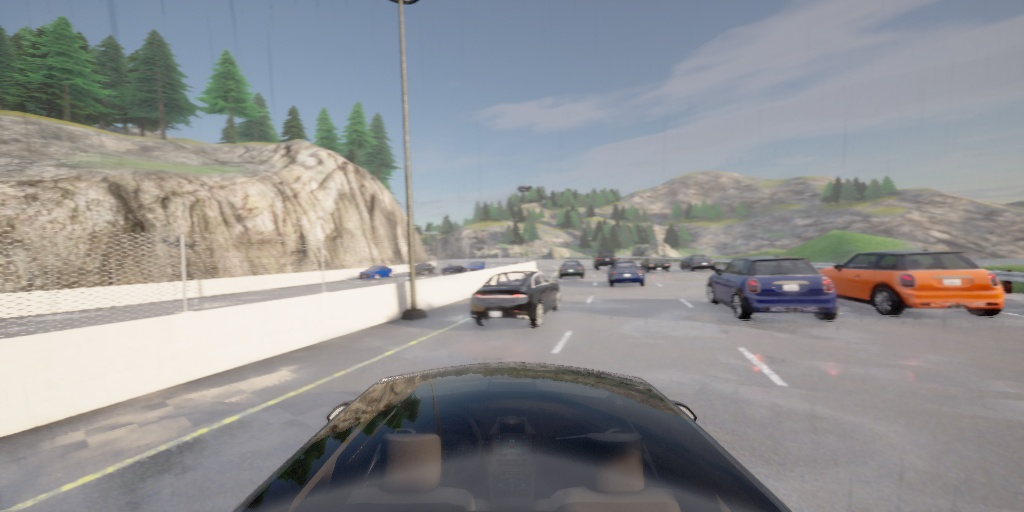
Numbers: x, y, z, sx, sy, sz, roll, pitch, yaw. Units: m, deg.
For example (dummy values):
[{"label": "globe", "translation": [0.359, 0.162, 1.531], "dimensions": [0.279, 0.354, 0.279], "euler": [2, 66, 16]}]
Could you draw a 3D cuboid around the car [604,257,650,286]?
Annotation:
[{"label": "car", "translation": [6.719, 0.983, 21.416], "dimensions": [1.994, 1.385, 4.181], "euler": [-2, 0, 14]}]

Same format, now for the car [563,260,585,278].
[{"label": "car", "translation": [4.837, 1.049, 28.965], "dimensions": [1.994, 1.385, 4.181], "euler": [-2, 0, 12]}]

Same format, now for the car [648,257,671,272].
[{"label": "car", "translation": [12.530, 0.747, 31.771], "dimensions": [1.895, 1.301, 4.718], "euler": [-2, 0, 10]}]

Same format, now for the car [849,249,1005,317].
[{"label": "car", "translation": [11.002, 0.608, 10.506], "dimensions": [2.097, 1.767, 4.553], "euler": [-2, 0, 17]}]

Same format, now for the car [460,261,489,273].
[{"label": "car", "translation": [-3.954, 1.319, 40.426], "dimensions": [1.882, 1.535, 5.008], "euler": [-2, 0, 9]}]

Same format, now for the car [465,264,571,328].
[{"label": "car", "translation": [0.310, 1.208, 11.317], "dimensions": [2.128, 1.511, 4.902], "euler": [-2, 0, 18]}]

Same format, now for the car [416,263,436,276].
[{"label": "car", "translation": [-10.619, 1.630, 43.074], "dimensions": [1.837, 1.490, 4.892], "euler": [-2, 0, 8]}]

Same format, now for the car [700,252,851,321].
[{"label": "car", "translation": [7.448, 0.761, 10.819], "dimensions": [2.097, 1.767, 4.553], "euler": [-2, 0, 17]}]

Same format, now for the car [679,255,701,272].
[{"label": "car", "translation": [15.892, 0.567, 30.891], "dimensions": [1.994, 1.385, 4.181], "euler": [-2, 0, 11]}]

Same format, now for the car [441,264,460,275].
[{"label": "car", "translation": [-7.083, 1.572, 43.078], "dimensions": [1.895, 1.301, 4.718], "euler": [-2, 0, 8]}]

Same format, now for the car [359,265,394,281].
[{"label": "car", "translation": [-14.755, 1.789, 39.238], "dimensions": [1.882, 1.535, 5.008], "euler": [-2, 0, 9]}]

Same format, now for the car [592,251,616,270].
[{"label": "car", "translation": [10.259, 0.452, 39.814], "dimensions": [2.150, 2.045, 5.566], "euler": [-2, 0, 8]}]
